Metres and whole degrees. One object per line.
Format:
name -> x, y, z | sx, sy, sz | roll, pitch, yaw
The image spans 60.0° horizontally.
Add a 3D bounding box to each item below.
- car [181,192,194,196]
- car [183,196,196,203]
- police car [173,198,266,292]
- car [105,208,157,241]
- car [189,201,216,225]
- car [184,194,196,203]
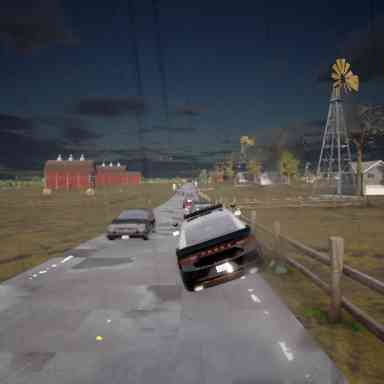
car -> -0.211, 1.237, 47.044 | 2.097, 1.767, 4.553 | 0, 0, 0
car -> 0.660, 1.308, 19.089 | 2.097, 1.767, 4.553 | -1, 0, 0
police car -> 0.526, 1.199, 9.208 | 1.930, 1.638, 5.238 | -18, 3, 0
car -> -2.831, 1.528, 16.743 | 2.033, 1.411, 5.357 | 0, 0, 0
car -> 0.705, 1.471, 25.130 | 1.837, 1.490, 4.892 | 0, 0, 0
car -> -0.290, 1.209, 60.562 | 2.128, 1.511, 4.902 | 0, 1, 0
